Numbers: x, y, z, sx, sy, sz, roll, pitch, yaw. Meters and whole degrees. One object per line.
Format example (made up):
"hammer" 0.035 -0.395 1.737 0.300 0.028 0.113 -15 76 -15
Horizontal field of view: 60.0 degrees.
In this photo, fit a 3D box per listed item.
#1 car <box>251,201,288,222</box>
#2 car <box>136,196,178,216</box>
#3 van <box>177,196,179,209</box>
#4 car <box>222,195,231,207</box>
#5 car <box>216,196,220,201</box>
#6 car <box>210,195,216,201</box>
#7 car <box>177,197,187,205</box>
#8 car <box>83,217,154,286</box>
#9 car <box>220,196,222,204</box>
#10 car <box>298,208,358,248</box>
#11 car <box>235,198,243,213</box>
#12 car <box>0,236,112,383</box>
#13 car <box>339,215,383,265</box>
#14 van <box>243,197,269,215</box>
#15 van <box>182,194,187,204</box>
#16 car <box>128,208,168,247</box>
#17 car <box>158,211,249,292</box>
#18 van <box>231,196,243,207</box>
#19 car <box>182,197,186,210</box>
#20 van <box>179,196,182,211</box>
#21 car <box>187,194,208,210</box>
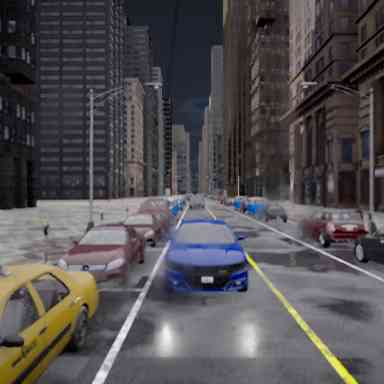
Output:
"car" 6.316 1.627 26.409 2.008 1.369 4.403 0 0 0
"car" -2.252 1.374 20.786 2.192 1.841 5.009 0 0 0
"van" -2.210 1.417 26.463 1.690 1.788 3.998 0 0 0
"car" 6.525 1.604 54.796 1.967 1.590 4.097 0 0 0
"car" 6.608 1.517 66.151 2.192 1.841 5.009 0 0 0
"car" 6.807 1.845 93.123 2.008 1.369 4.403 0 0 0
"car" -1.918 1.726 66.033 1.752 1.417 4.829 0 0 0
"car" -2.335 1.609 9.431 1.802 1.307 4.206 0 0 0
"car" 6.567 1.765 60.473 1.802 1.307 4.206 0 0 0
"car" 6.232 1.483 15.053 1.967 1.590 4.097 0 0 0
"car" 6.399 1.655 37.764 1.887 1.381 4.507 0 0 0
"car" -2.378 1.535 3.583 1.752 1.417 4.829 0 0 0
"car" 6.190 1.578 9.376 2.008 1.369 4.403 0 0 0
"van" 6.357 1.434 32.087 1.690 1.788 3.998 0 0 0
"van" -2.042 1.487 49.172 1.690 1.788 3.998 0 0 0
"car" -2.293 1.625 15.108 1.802 1.307 4.206 0 0 0
"car" 0.329 1.504 9.203 1.882 1.535 5.008 0 0 0
"van" 6.441 1.469 43.441 1.690 1.788 3.998 0 0 0
"car" -2.084 1.709 43.494 1.802 1.307 4.206 0 0 0
"van" -2.168 1.433 32.140 1.690 1.788 3.998 0 0 0
"car" 0.699 1.487 45.958 2.097 1.767 4.553 0 0 0
